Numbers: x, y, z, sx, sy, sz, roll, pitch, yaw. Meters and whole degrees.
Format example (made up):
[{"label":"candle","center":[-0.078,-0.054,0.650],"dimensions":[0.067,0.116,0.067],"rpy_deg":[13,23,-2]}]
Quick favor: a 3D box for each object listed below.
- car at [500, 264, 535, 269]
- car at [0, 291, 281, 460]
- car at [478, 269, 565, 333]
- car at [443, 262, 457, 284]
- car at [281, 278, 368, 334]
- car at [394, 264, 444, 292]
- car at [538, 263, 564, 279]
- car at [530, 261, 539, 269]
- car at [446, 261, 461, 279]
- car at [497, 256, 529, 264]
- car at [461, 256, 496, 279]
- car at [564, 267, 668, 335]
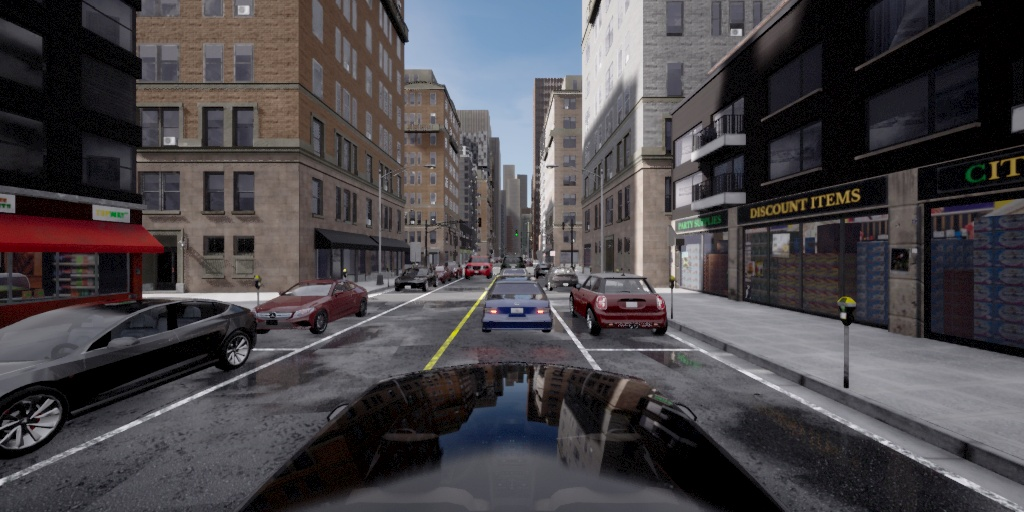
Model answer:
[{"label":"car","center":[0.145,1.352,21.241],"dimensions":[1.895,1.301,4.718],"rpy_deg":[0,0,0]},{"label":"car","center":[-5.664,1.316,5.040],"dimensions":[1.948,1.339,4.313],"rpy_deg":[0,0,0]},{"label":"car","center":[0.121,1.297,10.736],"dimensions":[2.033,1.411,5.357],"rpy_deg":[0,0,0]},{"label":"car","center":[-5.610,1.334,27.045],"dimensions":[1.802,1.307,4.207],"rpy_deg":[0,0,0]},{"label":"car","center":[-5.650,1.332,10.542],"dimensions":[1.802,1.307,4.207],"rpy_deg":[0,0,0]},{"label":"car","center":[-5.624,1.317,21.544],"dimensions":[1.948,1.339,4.313],"rpy_deg":[0,0,0]},{"label":"car","center":[2.902,1.301,21.523],"dimensions":[2.007,1.370,4.403],"rpy_deg":[0,0,0]},{"label":"car","center":[2.929,1.319,32.526],"dimensions":[1.948,1.339,4.313],"rpy_deg":[0,0,0]},{"label":"car","center":[-5.597,1.193,32.547],"dimensions":[1.967,1.591,4.097],"rpy_deg":[0,0,0]},{"label":"car","center":[0.077,0.976,31.649],"dimensions":[2.150,2.045,5.566],"rpy_deg":[0,0,0]},{"label":"car","center":[-2.938,0.978,32.560],"dimensions":[2.150,2.045,5.566],"rpy_deg":[0,0,0]},{"label":"car","center":[2.875,1.190,10.520],"dimensions":[1.967,1.591,4.097],"rpy_deg":[0,0,0]}]
